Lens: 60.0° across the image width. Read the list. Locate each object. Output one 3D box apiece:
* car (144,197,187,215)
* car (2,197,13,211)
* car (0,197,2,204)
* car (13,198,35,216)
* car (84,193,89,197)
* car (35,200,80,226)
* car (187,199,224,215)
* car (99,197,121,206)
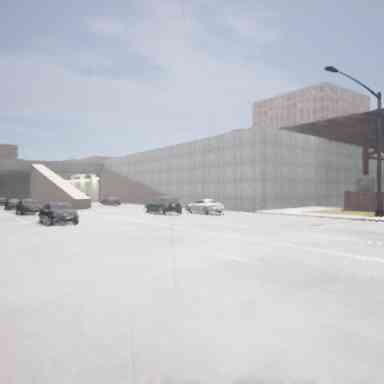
[{"bbox_3d":[-2.901,1.260,32.676,2.097,1.767,4.553,0,0,-35],"label":"car"},{"bbox_3d":[-22.006,1.485,41.319,1.812,1.442,4.674,0,0,-35],"label":"car"},{"bbox_3d":[-31.567,1.504,55.071,2.033,1.411,5.357,0,0,-34],"label":"car"},{"bbox_3d":[-16.149,1.468,32.945,1.837,1.490,4.892,0,0,-35],"label":"car"},{"bbox_3d":[-18.756,1.124,55.319,2.150,2.045,5.566,0,0,-35],"label":"car"},{"bbox_3d":[-9.276,1.472,23.120,1.837,1.490,4.892,0,0,-35],"label":"car"},{"bbox_3d":[1.263,1.416,32.808,1.812,1.442,4.674,0,0,-35],"label":"car"},{"bbox_3d":[-13.159,1.432,53.430,2.033,1.411,5.357,0,0,-35],"label":"car"}]
